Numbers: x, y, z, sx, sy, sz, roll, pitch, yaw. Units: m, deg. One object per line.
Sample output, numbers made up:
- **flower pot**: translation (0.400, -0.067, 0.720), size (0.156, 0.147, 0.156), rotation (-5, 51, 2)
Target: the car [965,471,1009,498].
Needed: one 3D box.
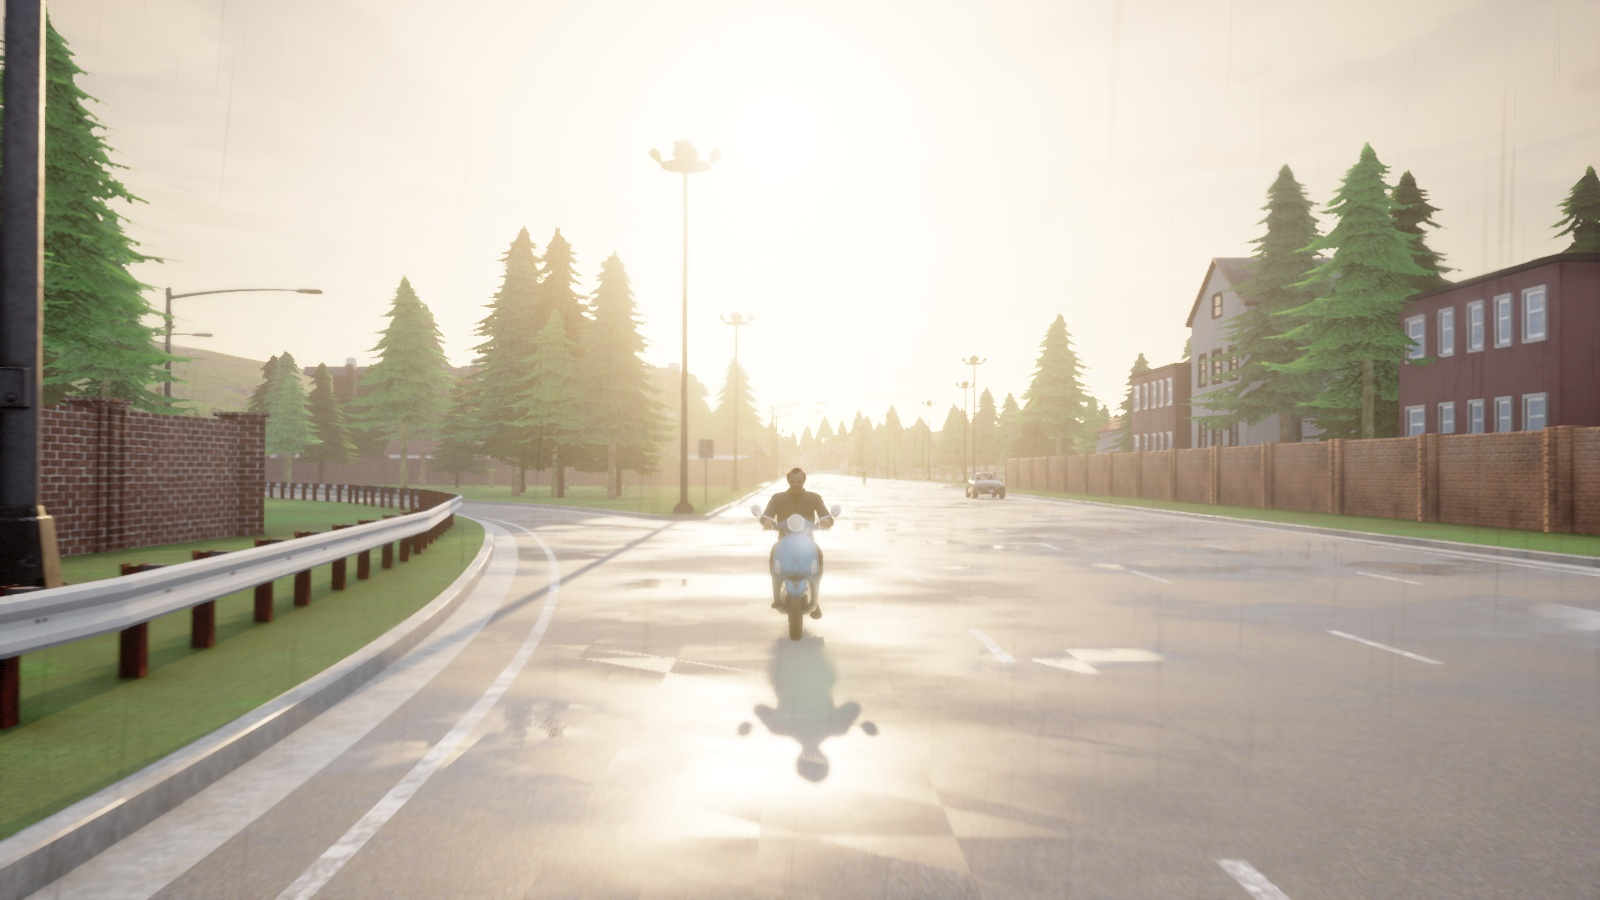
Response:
- **car**: translation (10.492, 1.913, 70.764), size (1.816, 1.474, 4.193), rotation (0, -1, 0)

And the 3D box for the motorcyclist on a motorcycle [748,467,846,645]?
- **motorcyclist on a motorcycle**: translation (-0.030, 0.961, 12.156), size (0.866, 1.590, 1.817), rotation (0, -1, 0)
